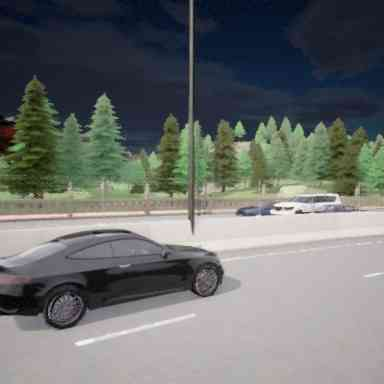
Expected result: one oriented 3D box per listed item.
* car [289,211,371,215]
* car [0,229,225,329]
[{"bbox_3d":[8.822,1.484,20.708,5.357,1.411,2.033,0,0,-24],"label":"car"},{"bbox_3d":[-1.469,1.490,6.811,4.674,1.442,1.812,0,0,-34],"label":"car"}]
